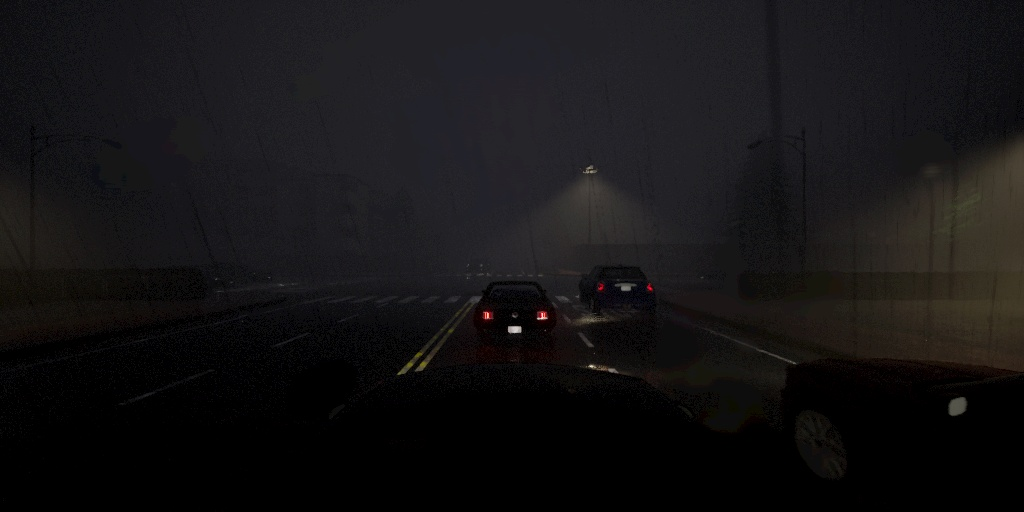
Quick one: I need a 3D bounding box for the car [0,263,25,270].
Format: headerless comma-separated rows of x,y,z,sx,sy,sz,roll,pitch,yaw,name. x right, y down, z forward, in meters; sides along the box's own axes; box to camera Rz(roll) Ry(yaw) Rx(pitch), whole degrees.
-32.760,1.276,21.350,4.674,1.442,1.812,0,0,0,car

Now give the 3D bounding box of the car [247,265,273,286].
-19.346,1.254,24.915,4.892,1.490,1.837,0,0,-1,car

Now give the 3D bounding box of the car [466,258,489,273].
-4.290,1.085,43.244,2.097,1.767,4.553,0,0,1,car

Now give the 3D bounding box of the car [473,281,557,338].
0.063,1.351,10.206,1.895,1.301,4.718,0,0,0,car

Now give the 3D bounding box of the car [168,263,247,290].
-18.998,1.276,21.380,4.674,1.442,1.812,0,0,0,car

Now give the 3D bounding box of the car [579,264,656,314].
3.869,1.101,13.862,2.097,1.767,4.553,0,0,4,car

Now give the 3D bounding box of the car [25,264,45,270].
-34.514,1.254,24.842,4.892,1.490,1.837,0,0,0,car

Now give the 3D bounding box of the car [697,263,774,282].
17.797,1.297,28.473,5.357,1.411,2.033,0,0,0,car

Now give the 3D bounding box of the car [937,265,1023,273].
36.695,1.351,28.288,4.718,1.301,1.895,0,0,1,car

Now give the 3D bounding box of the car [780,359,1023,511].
3.599,1.228,1.506,1.882,1.535,5.008,0,0,0,car

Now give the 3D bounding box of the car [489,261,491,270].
-4.258,1.086,53.156,2.097,1.767,4.553,0,0,0,car
